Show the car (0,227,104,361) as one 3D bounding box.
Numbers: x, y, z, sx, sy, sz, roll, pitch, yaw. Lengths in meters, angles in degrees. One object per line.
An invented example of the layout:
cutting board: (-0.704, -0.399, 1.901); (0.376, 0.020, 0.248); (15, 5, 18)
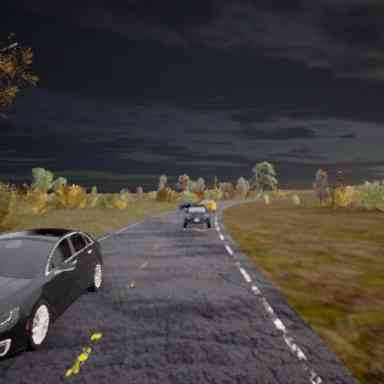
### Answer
car: (-3.085, 1.538, 6.331); (1.837, 1.490, 4.892); (0, 1, 1)

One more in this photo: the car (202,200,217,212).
car: (2.047, 1.722, 42.042); (1.882, 1.535, 5.008); (0, 0, 7)

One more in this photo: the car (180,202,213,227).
car: (0.428, 1.666, 23.869); (1.812, 1.442, 4.674); (0, 0, 3)

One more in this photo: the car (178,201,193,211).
car: (-0.633, 1.868, 46.131); (1.895, 1.301, 4.718); (0, 0, 8)
